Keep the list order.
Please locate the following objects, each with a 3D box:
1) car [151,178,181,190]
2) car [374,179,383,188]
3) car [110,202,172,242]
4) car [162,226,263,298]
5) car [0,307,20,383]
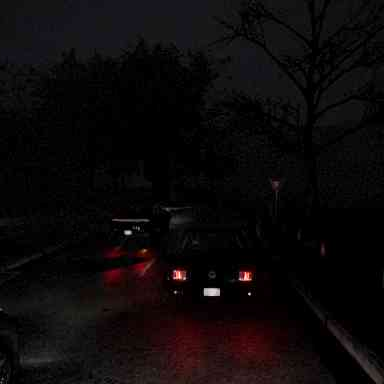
[{"bbox_3d":[-4.362,-1.388,57.633,5.566,2.045,2.150,2,3,26],"label":"car"},{"bbox_3d":[34.874,-1.551,59.516,2.185,1.767,4.553,-1,4,-15],"label":"car"},{"bbox_3d":[-2.106,1.212,14.913,2.128,1.511,4.902,0,2,7],"label":"car"},{"bbox_3d":[0.504,1.510,8.331,1.895,1.301,4.718,0,1,3],"label":"car"},{"bbox_3d":[-3.000,1.342,1.885,2.097,1.767,4.553,0,0,1],"label":"car"}]
